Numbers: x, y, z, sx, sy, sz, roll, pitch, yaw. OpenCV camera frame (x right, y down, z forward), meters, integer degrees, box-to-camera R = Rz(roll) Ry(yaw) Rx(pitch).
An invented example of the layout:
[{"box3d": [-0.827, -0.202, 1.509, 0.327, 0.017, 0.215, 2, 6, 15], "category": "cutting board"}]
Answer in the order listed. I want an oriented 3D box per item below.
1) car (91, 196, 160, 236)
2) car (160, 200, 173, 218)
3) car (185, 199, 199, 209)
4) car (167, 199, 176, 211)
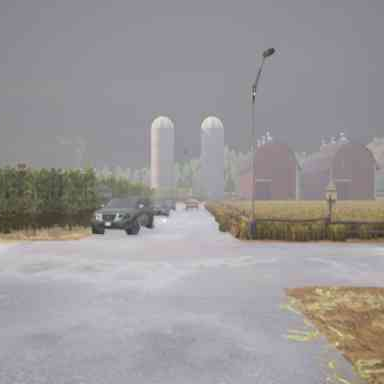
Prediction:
[{"box3d": [-3.712, 1.268, 19.069, 2.150, 2.045, 5.566, 0, -1, 9], "category": "car"}, {"box3d": [-3.185, 1.739, 32.221, 1.994, 1.385, 4.181, 0, -1, 0], "category": "car"}, {"box3d": [0.023, 1.777, 50.043, 1.882, 1.535, 5.008, 0, 0, 0], "category": "car"}, {"box3d": [-3.159, 1.767, 45.130, 2.128, 1.511, 4.902, 0, 0, 0], "category": "car"}]
